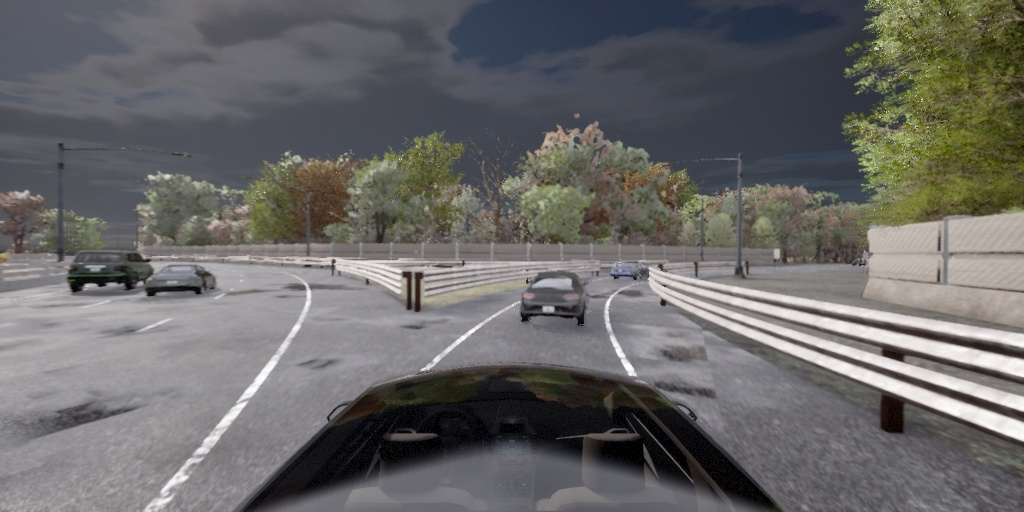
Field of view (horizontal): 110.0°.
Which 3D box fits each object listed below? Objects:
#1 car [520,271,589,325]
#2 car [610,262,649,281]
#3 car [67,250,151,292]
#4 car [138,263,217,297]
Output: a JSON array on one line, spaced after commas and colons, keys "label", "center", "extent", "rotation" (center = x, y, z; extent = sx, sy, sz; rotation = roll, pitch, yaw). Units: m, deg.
[{"label": "car", "center": [1.473, 1.214, 11.598], "extent": [1.812, 1.442, 4.674], "rotation": [0, 0, 13]}, {"label": "car", "center": [9.672, 1.161, 28.597], "extent": [2.033, 1.411, 5.357], "rotation": [1, 0, 40]}, {"label": "car", "center": [-21.327, 0.724, 19.289], "extent": [2.150, 2.045, 5.566], "rotation": [0, 1, -34]}, {"label": "car", "center": [-16.054, 1.109, 17.581], "extent": [1.994, 1.385, 4.181], "rotation": [0, 0, -31]}]
